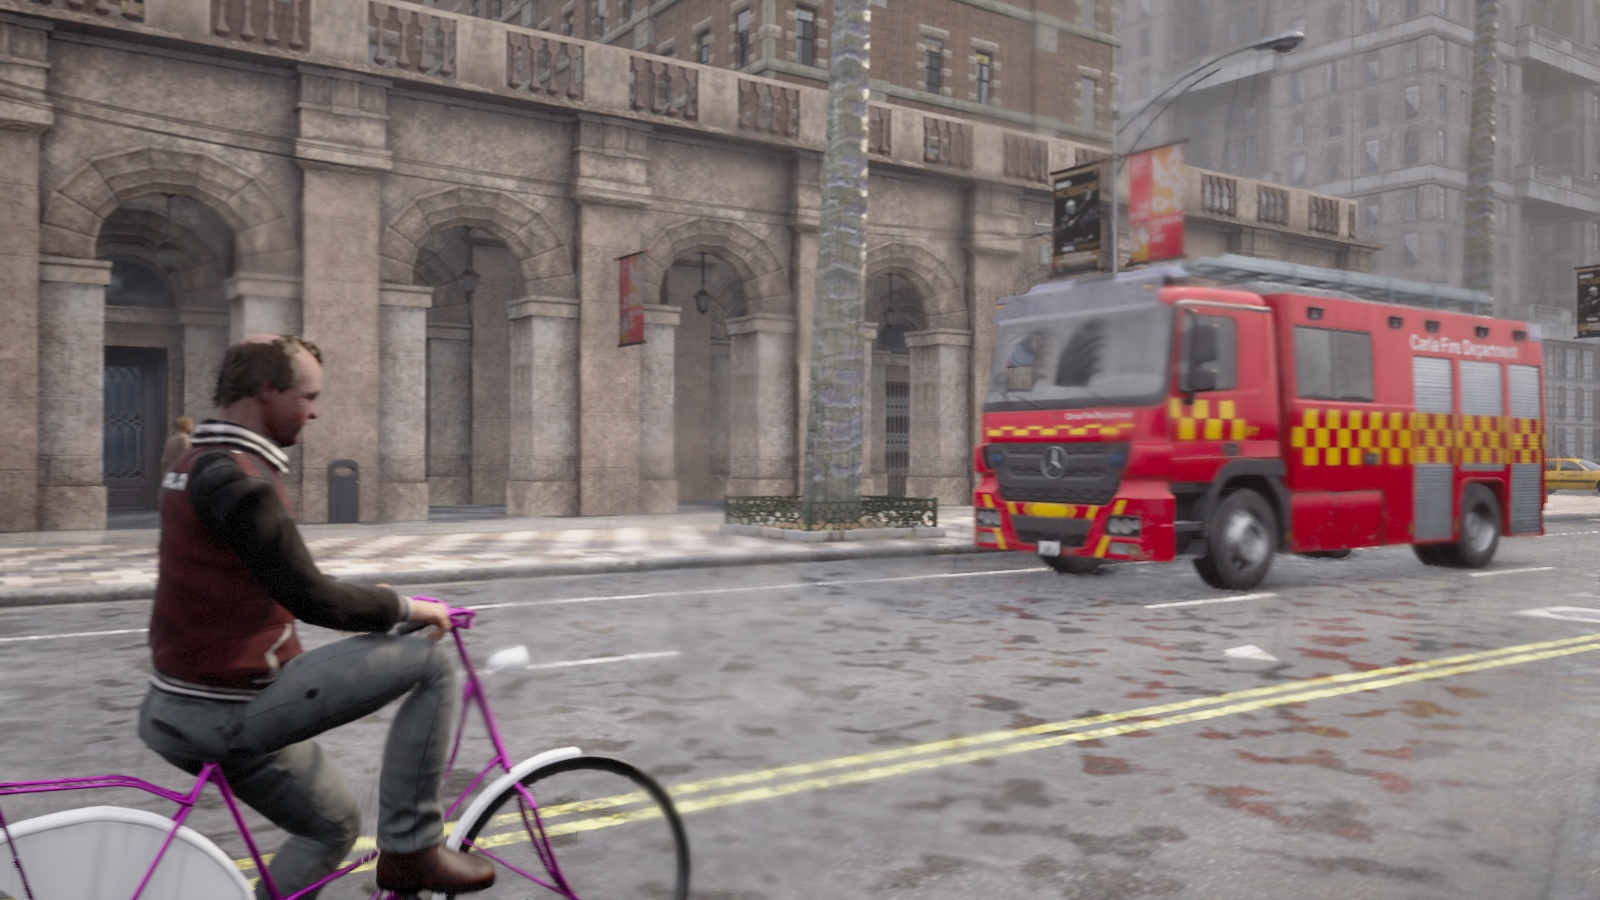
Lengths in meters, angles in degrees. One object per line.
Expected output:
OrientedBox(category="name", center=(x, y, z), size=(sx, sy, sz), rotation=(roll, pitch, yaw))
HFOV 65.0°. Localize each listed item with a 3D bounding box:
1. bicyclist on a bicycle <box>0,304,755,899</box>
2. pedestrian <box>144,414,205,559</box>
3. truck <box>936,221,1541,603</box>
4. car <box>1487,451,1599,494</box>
OrientedBox(category="bicyclist on a bicycle", center=(-1.061, 0.626, 2.920), size=(1.843, 1.776, 0.659), rotation=(0, 0, -35))
OrientedBox(category="pedestrian", center=(-8.136, 0.463, 16.345), size=(0.331, 1.846, 0.634), rotation=(0, 0, 42))
OrientedBox(category="truck", center=(5.929, -0.368, 16.163), size=(8.468, 3.827, 2.891), rotation=(0, 0, -34))
OrientedBox(category="car", center=(29.407, 0.833, 47.962), size=(1.801, 1.575, 5.366), rotation=(0, 0, -34))
